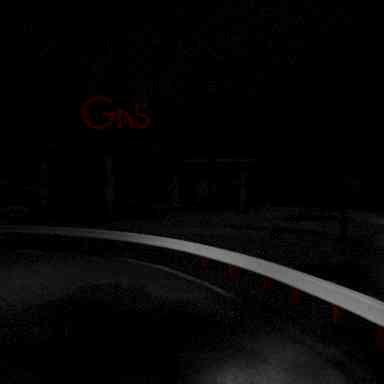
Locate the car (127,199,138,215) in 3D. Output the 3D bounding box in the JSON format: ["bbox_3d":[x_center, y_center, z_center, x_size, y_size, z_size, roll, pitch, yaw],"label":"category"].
[{"bbox_3d":[-7.018,1.360,31.446,3.633,1.501,1.845,0,0,4],"label":"car"}]
